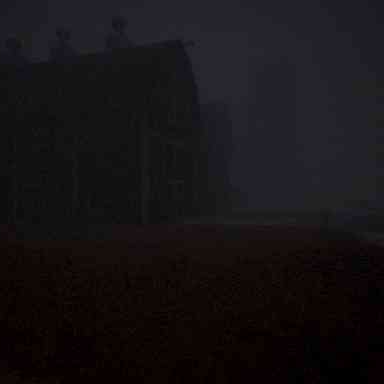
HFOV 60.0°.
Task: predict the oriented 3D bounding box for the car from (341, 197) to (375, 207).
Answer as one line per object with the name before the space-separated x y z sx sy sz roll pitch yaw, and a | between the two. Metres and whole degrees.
car | 25.770 1.648 51.181 4.181 1.381 1.994 0 0 19

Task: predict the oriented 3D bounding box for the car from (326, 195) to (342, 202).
car | 36.206 1.632 82.501 3.988 1.617 1.851 0 0 19
